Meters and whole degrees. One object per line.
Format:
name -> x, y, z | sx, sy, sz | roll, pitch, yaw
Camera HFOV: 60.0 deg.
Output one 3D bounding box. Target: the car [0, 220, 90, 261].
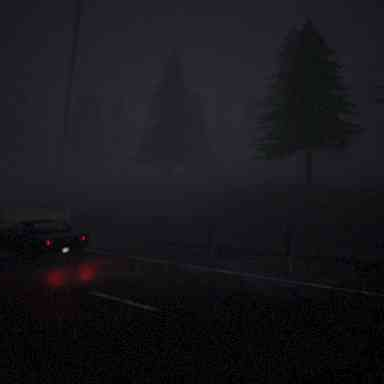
car -> -6.070, 1.730, 12.879 | 4.718, 1.301, 1.895 | -1, 0, 40
